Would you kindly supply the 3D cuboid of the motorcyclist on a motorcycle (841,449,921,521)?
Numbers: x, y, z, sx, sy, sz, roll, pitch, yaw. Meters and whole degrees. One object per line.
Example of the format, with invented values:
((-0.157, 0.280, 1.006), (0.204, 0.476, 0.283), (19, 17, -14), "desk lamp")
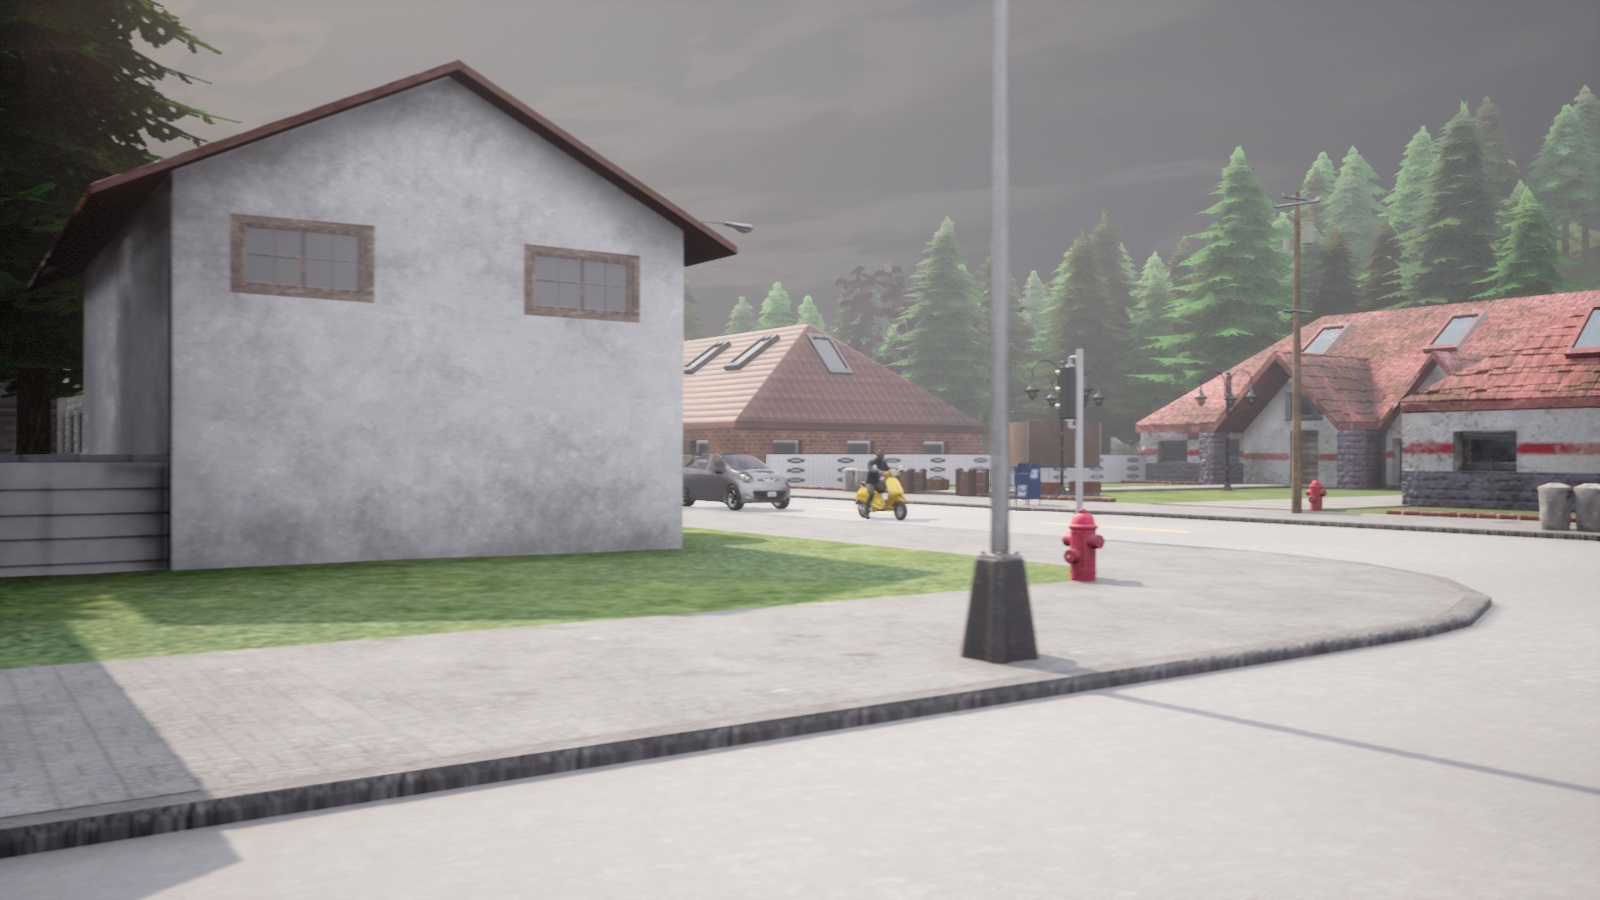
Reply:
((1.814, 0.774, 28.503), (0.866, 1.590, 1.817), (0, 0, -35), "motorcyclist on a motorcycle")

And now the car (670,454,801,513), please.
((-1.774, 0.854, 33.662), (1.845, 1.501, 3.633), (0, 0, -35), "car")
